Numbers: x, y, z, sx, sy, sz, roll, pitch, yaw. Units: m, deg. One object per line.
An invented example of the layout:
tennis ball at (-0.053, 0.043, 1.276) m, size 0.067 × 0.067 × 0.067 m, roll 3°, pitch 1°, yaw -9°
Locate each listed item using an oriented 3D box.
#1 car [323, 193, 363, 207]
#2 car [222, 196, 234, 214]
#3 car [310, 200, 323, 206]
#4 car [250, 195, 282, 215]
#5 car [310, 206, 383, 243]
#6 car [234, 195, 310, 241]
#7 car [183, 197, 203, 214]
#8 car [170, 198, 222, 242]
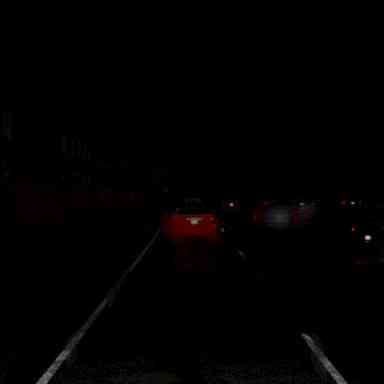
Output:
car at (14.103, 1.073, 31.797) m, size 2.150 × 2.045 × 5.566 m, roll 0°, pitch 0°, yaw 0°
car at (3.602, 1.201, 32.453) m, size 2.097 × 1.767 × 4.553 m, roll 0°, pitch 0°, yaw 0°
car at (10.603, 1.339, 32.710) m, size 2.128 × 1.511 × 4.902 m, roll 0°, pitch 0°, yaw 0°
car at (7.102, 1.201, 32.440) m, size 2.097 × 1.767 × 4.553 m, roll 0°, pitch 0°, yaw 0°
car at (7.101, 1.527, 15.637) m, size 1.895 × 1.301 × 4.718 m, roll 0°, pitch 0°, yaw 0°
car at (3.601, 1.145, 16.301) m, size 2.150 × 2.045 × 5.566 m, roll 0°, pitch 0°, yaw 0°
car at (0.104, 1.318, 34.277) m, size 1.882 × 1.535 × 5.008 m, roll 0°, pitch 0°, yaw 0°
car at (0.099, 1.277, 16.156) m, size 2.097 × 1.767 × 4.553 m, roll 0°, pitch 0°, yaw 0°
